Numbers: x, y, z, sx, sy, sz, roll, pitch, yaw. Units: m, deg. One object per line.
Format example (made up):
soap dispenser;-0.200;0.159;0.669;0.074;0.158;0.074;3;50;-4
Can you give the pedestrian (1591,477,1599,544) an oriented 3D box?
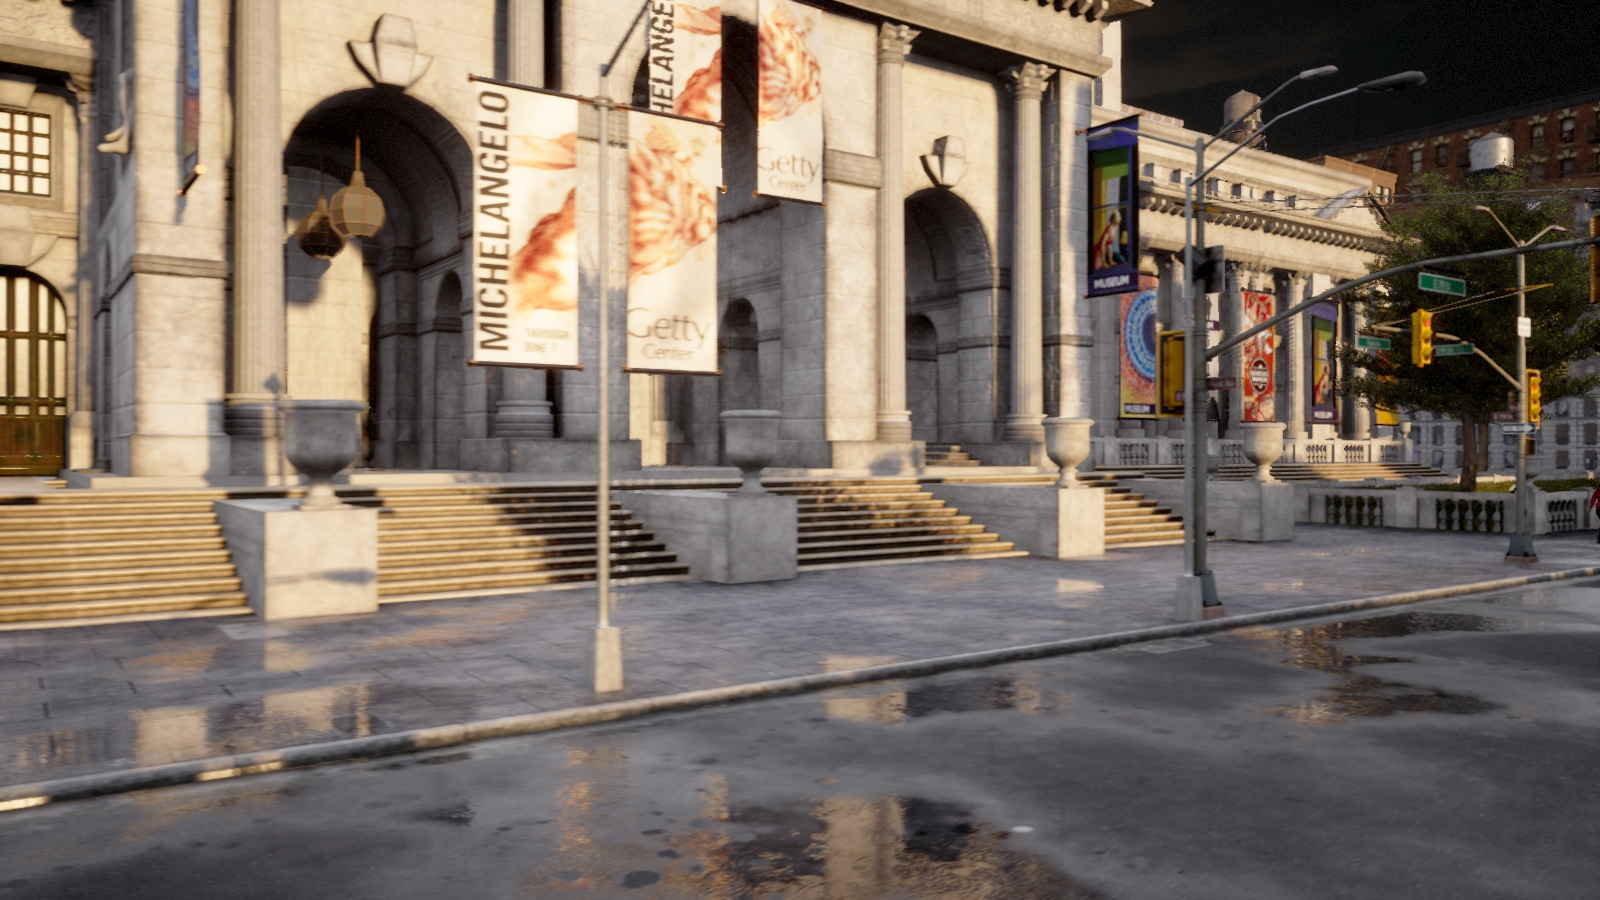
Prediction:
pedestrian;22.504;1.699;32.083;0.375;1.860;0.375;0;0;-34
